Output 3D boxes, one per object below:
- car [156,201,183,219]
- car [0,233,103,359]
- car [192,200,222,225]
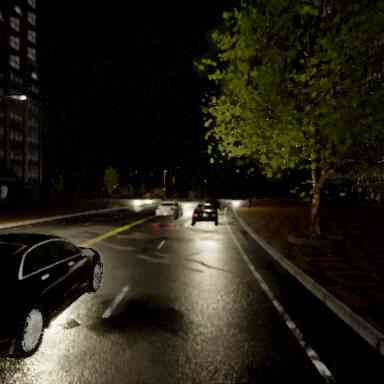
[{"bbox_3d":[-1.915,1.521,28.528,1.812,1.442,4.674,0,0,5],"label":"car"},{"bbox_3d":[-3.044,1.500,5.942,1.837,1.490,4.892,0,0,1],"label":"car"},{"bbox_3d":[0.982,1.545,23.882,2.033,1.411,5.357,0,0,4],"label":"car"}]
